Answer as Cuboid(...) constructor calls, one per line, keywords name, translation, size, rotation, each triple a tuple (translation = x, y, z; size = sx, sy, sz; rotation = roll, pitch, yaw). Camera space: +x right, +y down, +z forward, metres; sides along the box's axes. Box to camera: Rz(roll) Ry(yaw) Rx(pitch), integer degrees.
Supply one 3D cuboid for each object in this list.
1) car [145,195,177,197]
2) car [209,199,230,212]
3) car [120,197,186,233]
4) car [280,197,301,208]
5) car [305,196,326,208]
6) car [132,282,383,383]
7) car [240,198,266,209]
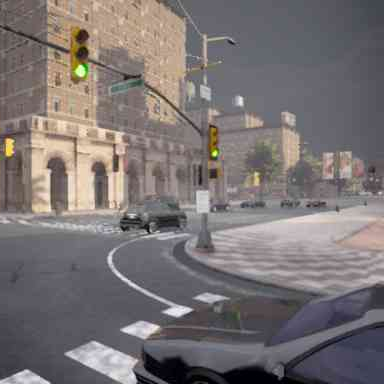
Cuboid(name="car", translation=(-3.373, 1.275, 30.853), size=(2.150, 2.045, 5.566), rotation=(0, 0, 36))
Cuboid(name="car", translation=(2.704, 1.568, 39.294), size=(1.837, 1.490, 4.892), rotation=(0, 0, 36))
Cuboid(name="car", translation=(-2.196, 1.387, 20.050), size=(2.097, 1.767, 4.553), rotation=(0, 0, 30))
Cuboid(name="car", translation=(14.801, 1.577, 49.836), size=(1.837, 1.490, 4.892), rotation=(0, 0, 35))
Cuboid(name="car", translation=(18.000, 1.669, 48.293), size=(1.895, 1.301, 4.718), rotation=(0, 0, 35))
Cuboid(name="car", translation=(2.005, 1.551, 2.662), size=(5.357, 1.411, 2.033), rotation=(0, 0, 35))
Cuboid(name="car", translation=(8.823, 1.621, 47.788), size=(2.033, 1.411, 5.357), rotation=(0, 0, 37))
